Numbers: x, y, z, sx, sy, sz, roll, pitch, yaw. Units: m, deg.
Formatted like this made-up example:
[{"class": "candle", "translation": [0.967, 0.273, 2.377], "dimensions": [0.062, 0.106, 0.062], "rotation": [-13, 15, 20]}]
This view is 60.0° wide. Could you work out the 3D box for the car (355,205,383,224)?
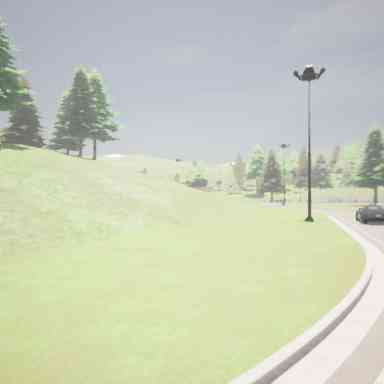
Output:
[{"class": "car", "translation": [14.218, 1.719, 26.188], "dimensions": [1.994, 1.385, 4.181], "rotation": [0, 0, 18]}]
